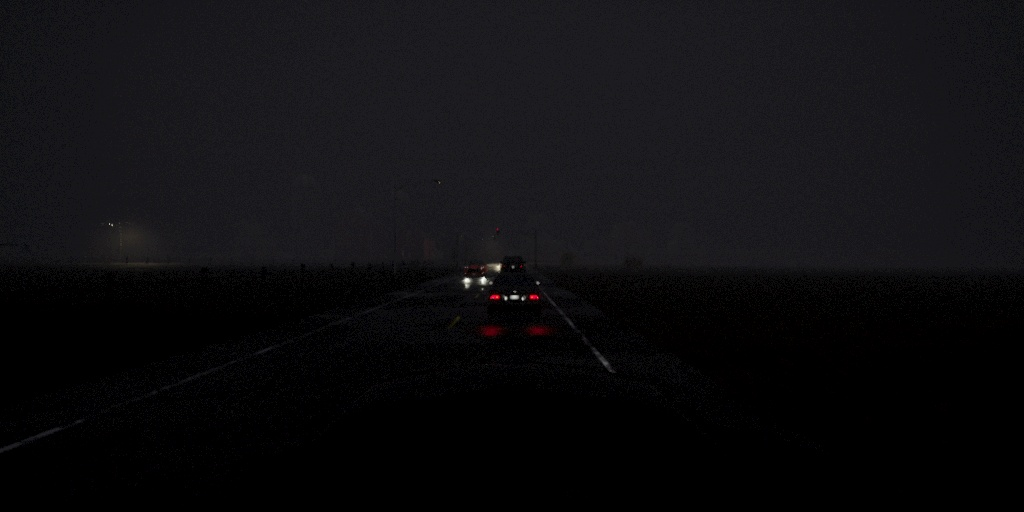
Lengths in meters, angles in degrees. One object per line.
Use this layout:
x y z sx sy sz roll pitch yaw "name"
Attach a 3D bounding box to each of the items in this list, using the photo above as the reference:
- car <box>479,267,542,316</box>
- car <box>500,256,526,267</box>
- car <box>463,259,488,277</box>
0.086 1.314 13.523 2.033 1.411 5.357 0 0 0 "car"
0.099 1.005 32.209 2.150 2.045 5.566 0 0 0 "car"
-3.591 1.138 36.038 2.097 1.767 4.553 0 0 0 "car"
